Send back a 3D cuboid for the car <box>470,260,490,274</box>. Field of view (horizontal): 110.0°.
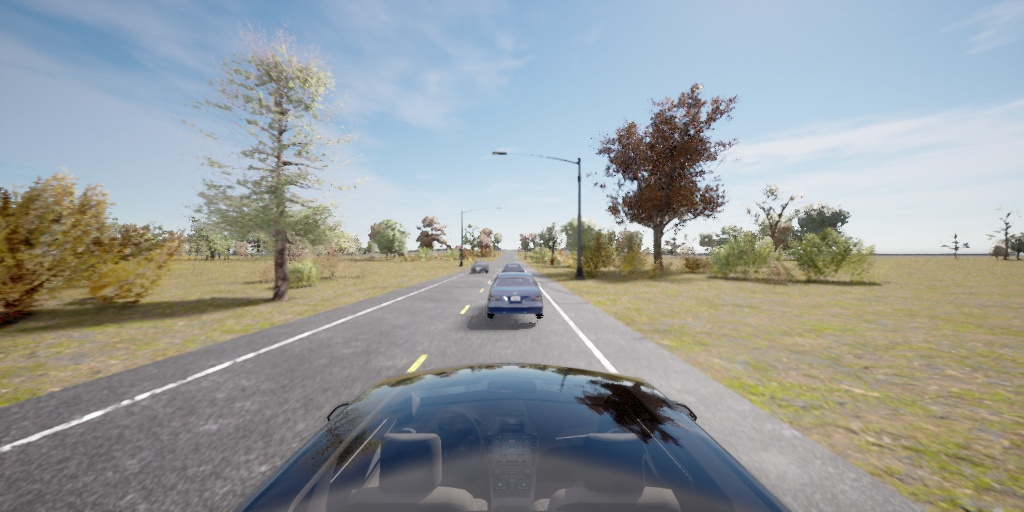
[{"bbox_3d":[-3.580,1.230,40.802,2.128,1.511,4.902,0,0,0],"label":"car"}]

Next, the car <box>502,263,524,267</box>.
[{"bbox_3d":[0.105,1.307,31.157,1.994,1.385,4.181,0,0,0],"label":"car"}]

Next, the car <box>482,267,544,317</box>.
[{"bbox_3d":[0.103,1.296,13.019,2.033,1.411,5.357,0,0,0],"label":"car"}]
